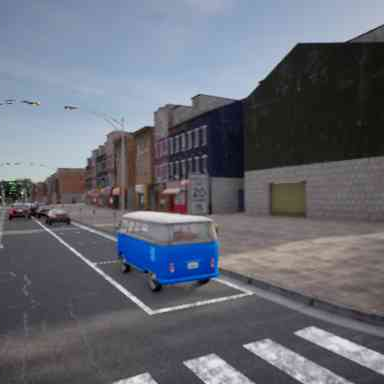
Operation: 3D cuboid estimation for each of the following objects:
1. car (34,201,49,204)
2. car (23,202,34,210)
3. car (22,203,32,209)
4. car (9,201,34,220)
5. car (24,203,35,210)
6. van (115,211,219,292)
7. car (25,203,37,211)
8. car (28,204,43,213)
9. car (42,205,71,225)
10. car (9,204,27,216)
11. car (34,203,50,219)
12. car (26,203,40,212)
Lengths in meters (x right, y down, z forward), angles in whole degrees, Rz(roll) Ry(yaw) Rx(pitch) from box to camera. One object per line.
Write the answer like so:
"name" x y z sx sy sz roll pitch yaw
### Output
"car" -19.362 2.114 42.745 2.192 1.841 5.009 0 -1 -29
"car" -35.204 2.901 71.458 1.967 1.590 4.097 -1 -1 -29
"car" -37.842 3.161 76.241 1.802 1.307 4.206 -1 -1 -29
"car" -18.774 2.050 36.336 2.097 1.767 4.553 0 -1 -28
"car" -32.562 2.927 66.671 1.802 1.307 4.206 -1 -1 -29
"van" -0.874 1.479 9.244 1.690 1.788 3.998 0 -1 -29
"car" -30.004 2.761 62.034 1.752 1.417 4.829 -1 -1 -29
"car" -24.640 2.555 52.314 1.887 1.381 4.507 0 -1 -29
"car" -11.436 2.083 28.385 1.802 1.307 4.206 0 -1 -29
"car" -23.610 2.433 44.995 2.033 1.411 5.357 0 -1 -29
"car" -16.717 2.263 37.957 1.947 1.339 4.313 0 -1 -29
"car" -27.280 2.686 57.099 1.947 1.339 4.313 -1 -1 -29
